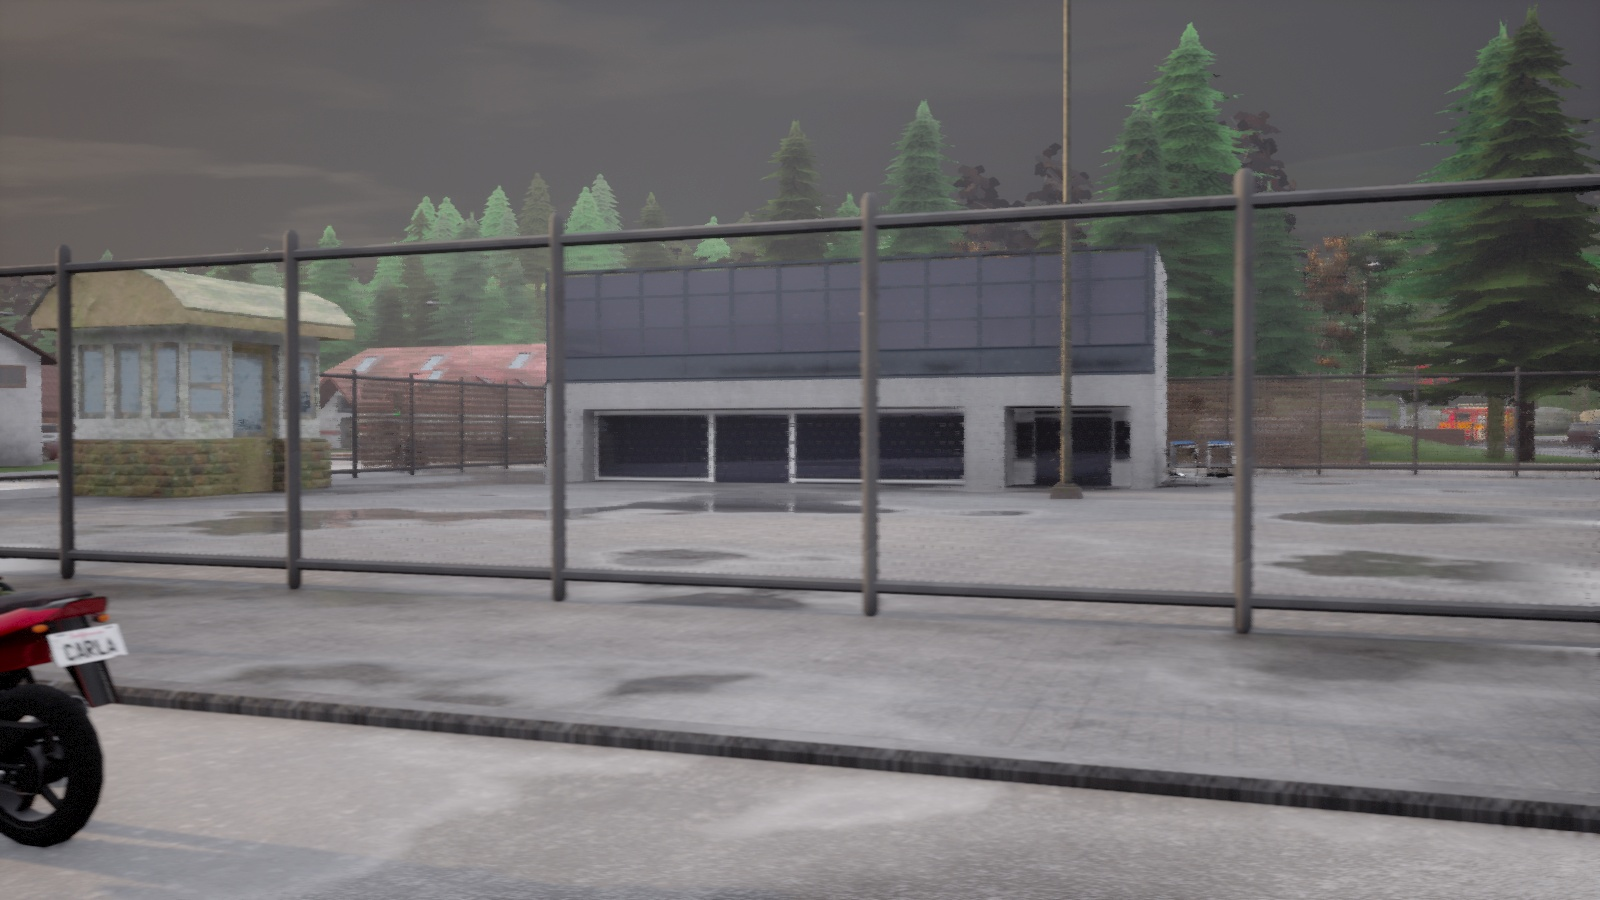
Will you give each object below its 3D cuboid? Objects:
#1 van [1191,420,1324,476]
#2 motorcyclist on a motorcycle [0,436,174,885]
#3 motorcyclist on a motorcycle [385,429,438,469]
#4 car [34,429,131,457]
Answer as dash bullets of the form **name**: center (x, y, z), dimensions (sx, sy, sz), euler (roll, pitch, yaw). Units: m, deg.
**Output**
- **van**: center (16.669, -0.092, 45.916), dimensions (4.442, 1.987, 1.775), euler (0, 1, 19)
- **motorcyclist on a motorcycle**: center (-3.581, 0.707, 4.934), dimensions (2.044, 1.523, 0.797), euler (1, 1, 19)
- **motorcyclist on a motorcycle**: center (-15.554, -0.055, 50.335), dimensions (0.866, 1.530, 2.191), euler (1, 1, 21)
- **car**: center (-36.436, -0.361, 63.814), dimensions (4.181, 1.385, 1.994), euler (1, 1, 18)
